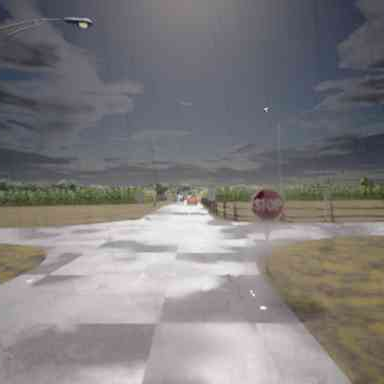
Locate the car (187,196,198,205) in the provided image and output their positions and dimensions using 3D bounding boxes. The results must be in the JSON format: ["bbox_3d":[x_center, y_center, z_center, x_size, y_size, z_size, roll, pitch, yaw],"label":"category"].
[{"bbox_3d":[0.053,1.669,65.687,2.097,1.767,4.553,0,0,0],"label":"car"}]

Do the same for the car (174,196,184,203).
[{"bbox_3d":[-2.693,1.493,69.890,2.128,1.511,4.902,0,-1,0],"label":"car"}]

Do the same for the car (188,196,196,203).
[{"bbox_3d":[0.062,1.742,75.723,1.837,1.490,4.892,0,-1,0],"label":"car"}]
